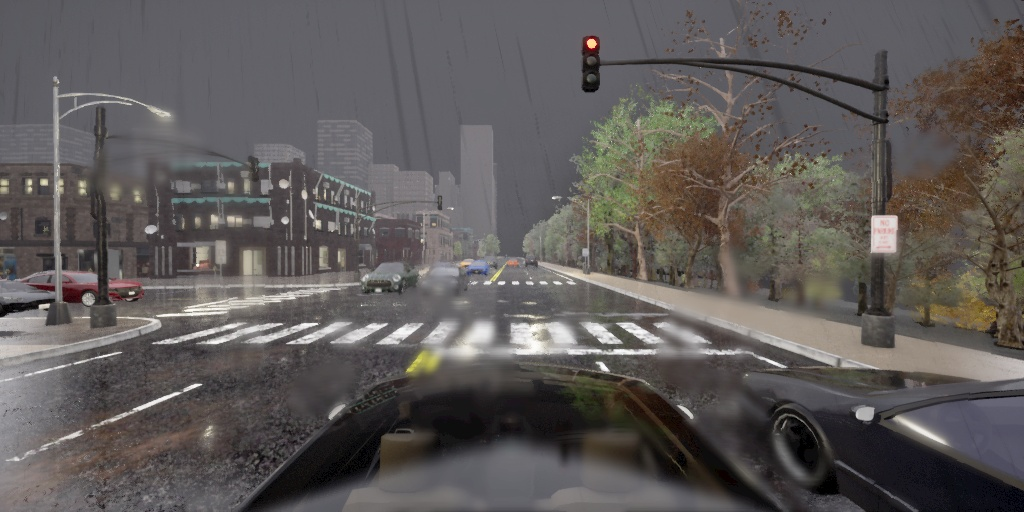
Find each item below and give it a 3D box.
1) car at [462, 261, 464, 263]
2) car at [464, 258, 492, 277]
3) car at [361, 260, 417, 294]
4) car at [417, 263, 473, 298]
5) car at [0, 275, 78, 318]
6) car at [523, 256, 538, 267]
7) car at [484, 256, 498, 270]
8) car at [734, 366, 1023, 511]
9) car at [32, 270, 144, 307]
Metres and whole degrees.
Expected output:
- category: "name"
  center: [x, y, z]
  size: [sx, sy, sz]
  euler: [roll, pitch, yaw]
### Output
- category: "car"
  center: [-6.524, 1.208, 54.071]
  size: [1.882, 1.535, 5.008]
  euler: [0, 0, 0]
- category: "car"
  center: [-3.305, 1.216, 35.846]
  size: [1.882, 1.535, 5.008]
  euler: [0, 0, 0]
- category: "car"
  center: [-6.577, 1.097, 19.906]
  size: [2.097, 1.767, 4.553]
  euler: [0, 0, 0]
- category: "car"
  center: [-3.328, 1.271, 18.759]
  size: [1.812, 1.442, 4.674]
  euler: [0, 0, 0]
- category: "car"
  center: [-19.932, 1.564, 13.632]
  size: [4.313, 1.339, 1.948]
  euler: [0, 0, 0]
- category: "car"
  center: [3.432, 0.948, 64.201]
  size: [2.150, 2.045, 5.566]
  euler: [0, 0, 0]
- category: "car"
  center: [-3.277, 0.952, 53.552]
  size: [2.150, 2.045, 5.566]
  euler: [0, 0, 0]
- category: "car"
  center: [3.350, 1.298, 1.454]
  size: [2.033, 1.411, 5.357]
  euler: [0, 0, 0]
- category: "car"
  center: [-19.821, 1.448, 16.337]
  size: [5.008, 1.535, 1.882]
  euler: [-1, 1, 0]
